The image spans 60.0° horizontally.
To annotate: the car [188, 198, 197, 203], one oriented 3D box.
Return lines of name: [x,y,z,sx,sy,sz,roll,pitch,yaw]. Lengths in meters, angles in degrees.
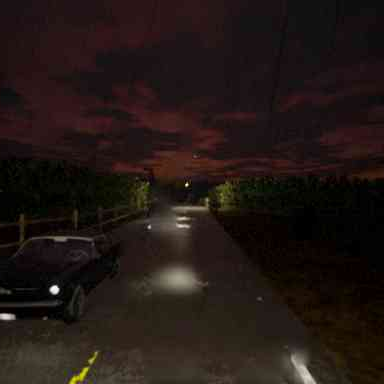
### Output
car: [0.143,2.063,81.546,1.994,1.385,4.181,0,-1,0]

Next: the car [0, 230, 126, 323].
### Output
car: [-2.818,1.578,7.251,1.895,1.301,4.718,0,0,0]

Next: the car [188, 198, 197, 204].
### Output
car: [0.125,1.959,71.502,1.994,1.385,4.181,0,-1,0]

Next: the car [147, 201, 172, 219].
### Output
car: [-2.713,1.527,29.091,2.033,1.411,5.357,0,0,0]
